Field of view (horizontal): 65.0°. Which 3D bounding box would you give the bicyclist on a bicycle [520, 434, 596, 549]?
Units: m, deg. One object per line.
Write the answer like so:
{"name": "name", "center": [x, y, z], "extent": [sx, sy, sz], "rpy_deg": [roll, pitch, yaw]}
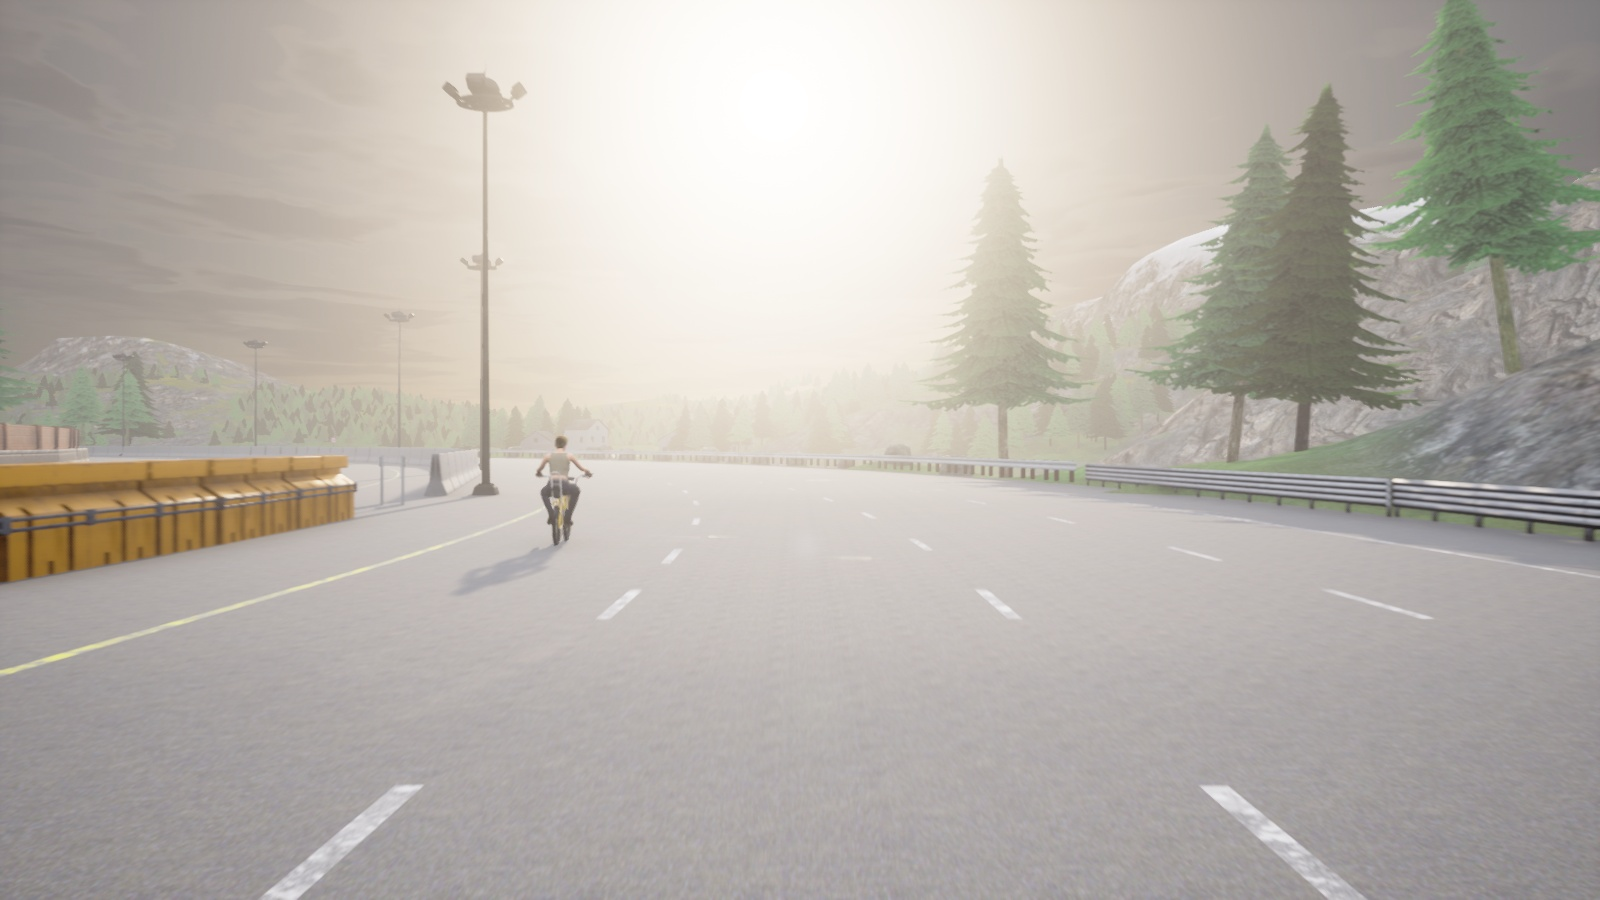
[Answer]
{"name": "bicyclist on a bicycle", "center": [-3.511, 0.578, 18.331], "extent": [0.866, 1.612, 1.509], "rpy_deg": [0, 0, -2]}
